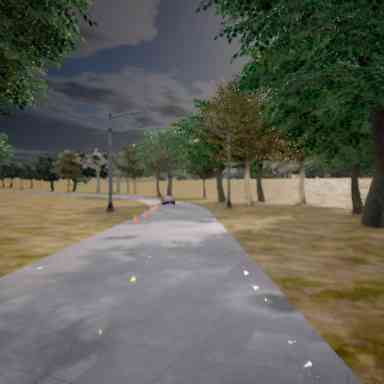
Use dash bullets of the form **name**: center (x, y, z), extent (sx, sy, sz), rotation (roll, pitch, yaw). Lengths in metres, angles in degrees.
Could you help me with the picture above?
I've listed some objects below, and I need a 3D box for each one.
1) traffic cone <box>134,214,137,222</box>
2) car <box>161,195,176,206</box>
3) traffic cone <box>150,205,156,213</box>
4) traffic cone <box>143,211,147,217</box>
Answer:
- **traffic cone**: center (-4.195, 1.930, 24.600), extent (0.340, 0.580, 0.340), rotation (0, 0, 0)
- **car**: center (-3.668, 1.261, 51.055), extent (1.882, 1.535, 5.008), rotation (0, 1, -10)
- **traffic cone**: center (-4.198, 1.893, 34.582), extent (0.340, 0.580, 0.340), rotation (0, 0, -1)
- **traffic cone**: center (-4.195, 1.916, 29.604), extent (0.340, 0.580, 0.340), rotation (0, 0, 0)
